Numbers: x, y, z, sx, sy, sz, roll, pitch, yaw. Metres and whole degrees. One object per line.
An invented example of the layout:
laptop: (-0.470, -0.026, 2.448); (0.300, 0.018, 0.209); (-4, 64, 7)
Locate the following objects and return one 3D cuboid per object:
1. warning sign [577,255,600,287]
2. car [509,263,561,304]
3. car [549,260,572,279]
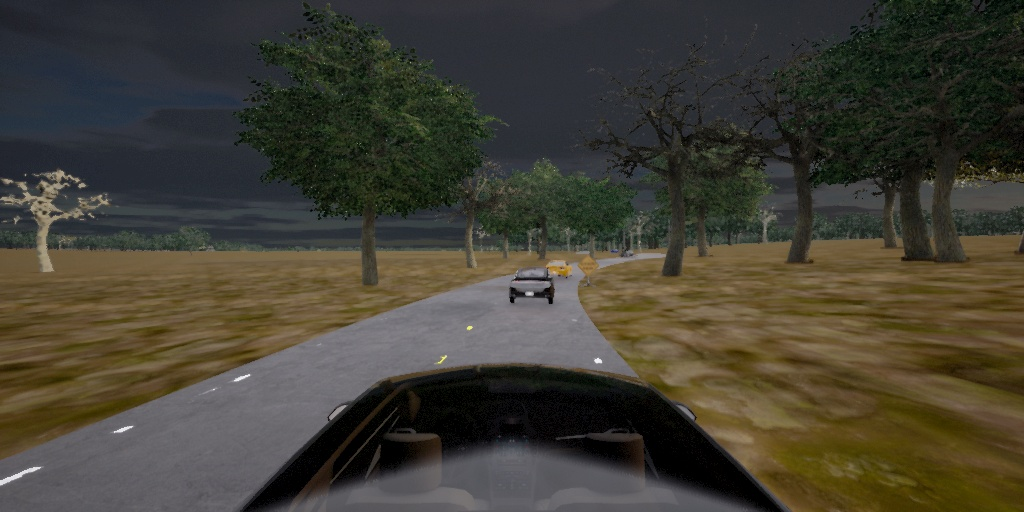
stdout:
warning sign: (4.444, 0.845, 20.883); (1.300, 1.860, 1.060); (0, 0, 11)
car: (1.013, 1.243, 16.272); (2.128, 1.511, 4.902); (0, 0, 8)
car: (4.023, 1.093, 30.733); (1.882, 1.535, 5.008); (0, 1, 16)
